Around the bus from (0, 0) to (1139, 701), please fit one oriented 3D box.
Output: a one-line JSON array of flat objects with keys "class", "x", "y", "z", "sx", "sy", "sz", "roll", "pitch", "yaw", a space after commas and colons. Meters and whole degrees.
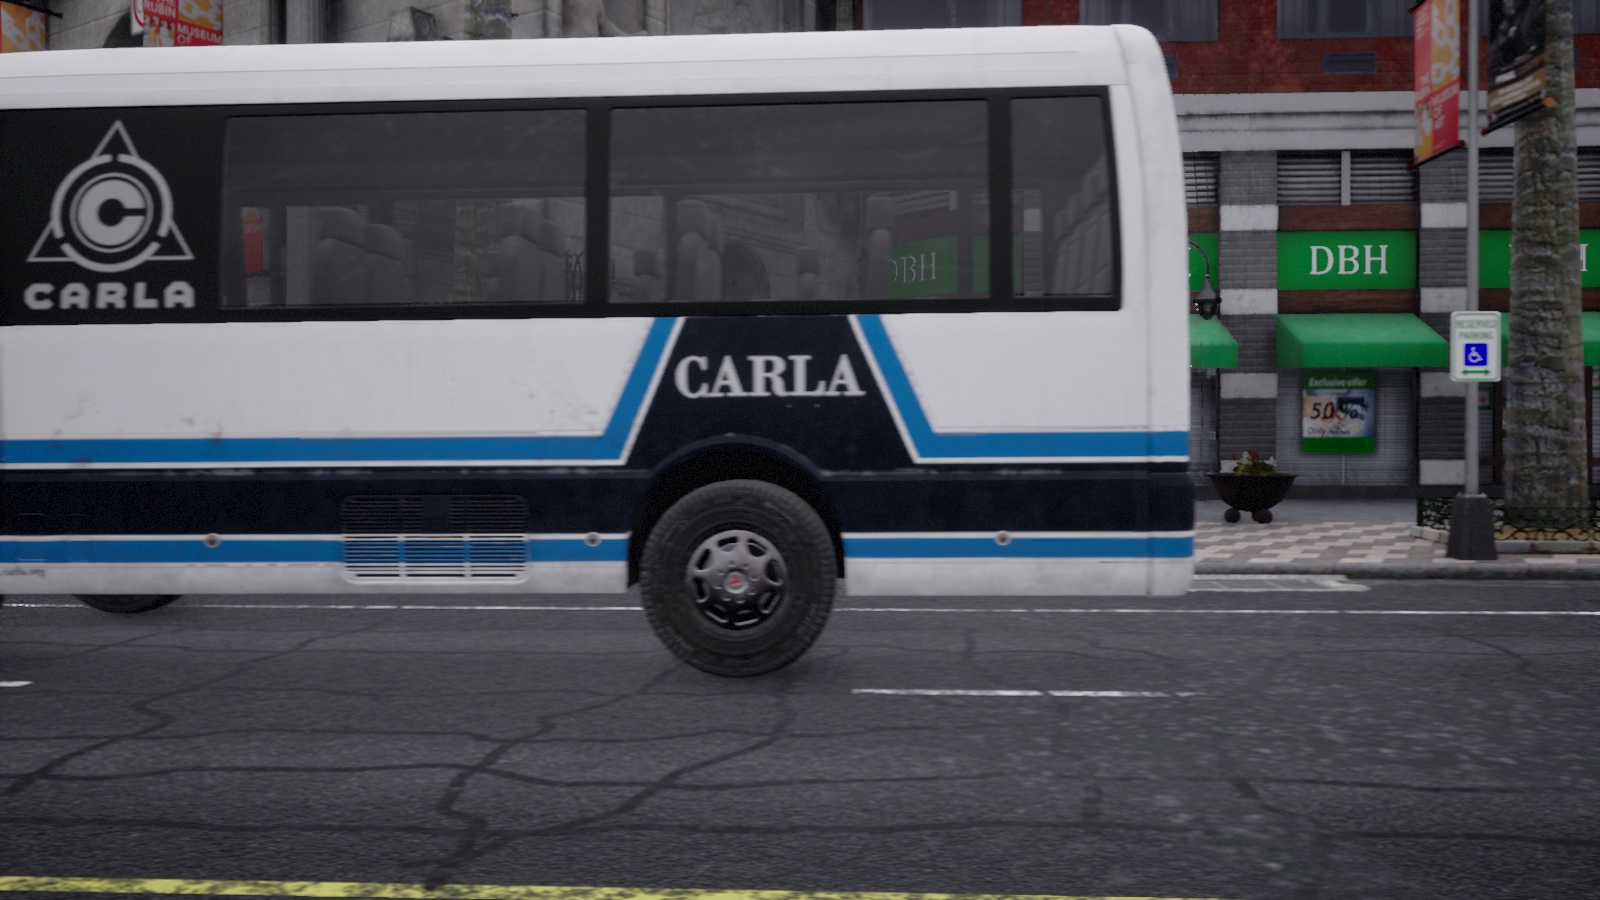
[{"class": "bus", "x": -3.052, "y": -0.700, "z": 9.545, "sx": 10.273, "sy": 4.253, "sz": 3.944, "roll": 0, "pitch": 1, "yaw": 4}]
